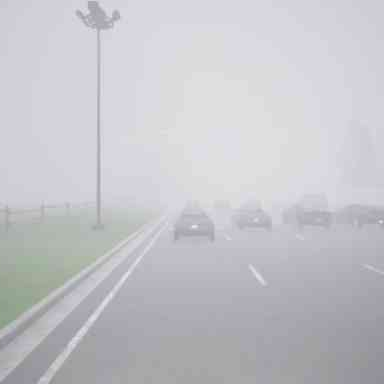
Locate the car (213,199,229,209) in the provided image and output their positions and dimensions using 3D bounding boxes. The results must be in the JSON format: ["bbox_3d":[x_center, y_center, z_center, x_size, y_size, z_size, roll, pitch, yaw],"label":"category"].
[{"bbox_3d":[3.605,1.474,40.530,1.994,1.385,4.181,0,0,0],"label":"car"}]

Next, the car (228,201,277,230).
[{"bbox_3d":[3.605,1.518,20.641,1.994,1.385,4.181,0,0,0],"label":"car"}]

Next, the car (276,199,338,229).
[{"bbox_3d":[7.104,1.430,21.090,1.882,1.535,5.008,0,0,0],"label":"car"}]

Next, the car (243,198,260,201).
[{"bbox_3d":[7.106,1.403,39.746,2.128,1.511,4.902,0,0,0],"label":"car"}]

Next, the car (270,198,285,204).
[{"bbox_3d":[10.587,1.436,40.209,1.812,1.442,4.674,0,0,0],"label":"car"}]

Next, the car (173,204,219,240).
[{"bbox_3d":[0.104,1.526,16.828,1.994,1.385,4.181,0,0,0],"label":"car"}]

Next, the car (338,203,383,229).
[{"bbox_3d":[10.604,1.455,21.091,1.837,1.490,4.892,0,-1,0],"label":"car"}]

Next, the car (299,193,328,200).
[{"bbox_3d":[14.107,1.134,39.213,2.150,2.045,5.566,0,0,0],"label":"car"}]

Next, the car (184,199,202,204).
[{"bbox_3d":[0.107,1.467,35.940,2.033,1.411,5.357,0,0,0],"label":"car"}]
